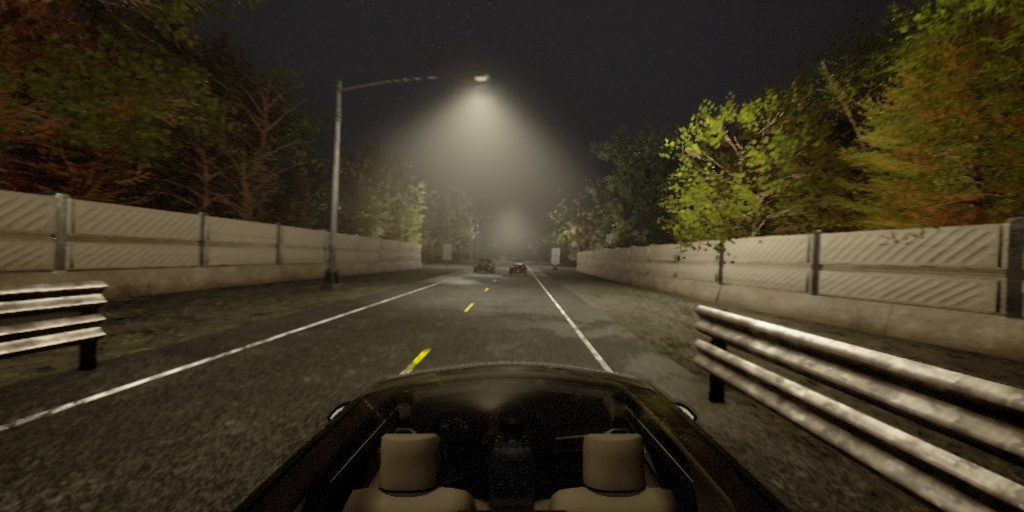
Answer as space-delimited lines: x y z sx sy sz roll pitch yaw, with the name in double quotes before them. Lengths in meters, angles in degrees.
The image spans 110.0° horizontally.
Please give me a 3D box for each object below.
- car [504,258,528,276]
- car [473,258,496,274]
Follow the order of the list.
"car" 0.635 1.281 37.808 2.128 1.511 4.902 2 0 1
"car" -2.886 0.984 38.998 2.097 1.767 4.553 3 0 2
